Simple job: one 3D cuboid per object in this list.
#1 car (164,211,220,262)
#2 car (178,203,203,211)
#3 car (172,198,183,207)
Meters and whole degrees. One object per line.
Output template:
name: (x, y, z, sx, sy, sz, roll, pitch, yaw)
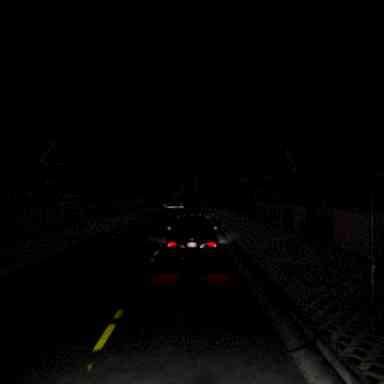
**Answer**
car: (0.008, 1.657, 12.501, 2.033, 1.411, 5.357, 0, -1, 0)
car: (0.012, 1.866, 28.257, 1.895, 1.301, 4.718, 0, -1, 0)
car: (-2.772, 1.942, 65.519, 2.097, 1.767, 4.553, 0, 0, 0)
